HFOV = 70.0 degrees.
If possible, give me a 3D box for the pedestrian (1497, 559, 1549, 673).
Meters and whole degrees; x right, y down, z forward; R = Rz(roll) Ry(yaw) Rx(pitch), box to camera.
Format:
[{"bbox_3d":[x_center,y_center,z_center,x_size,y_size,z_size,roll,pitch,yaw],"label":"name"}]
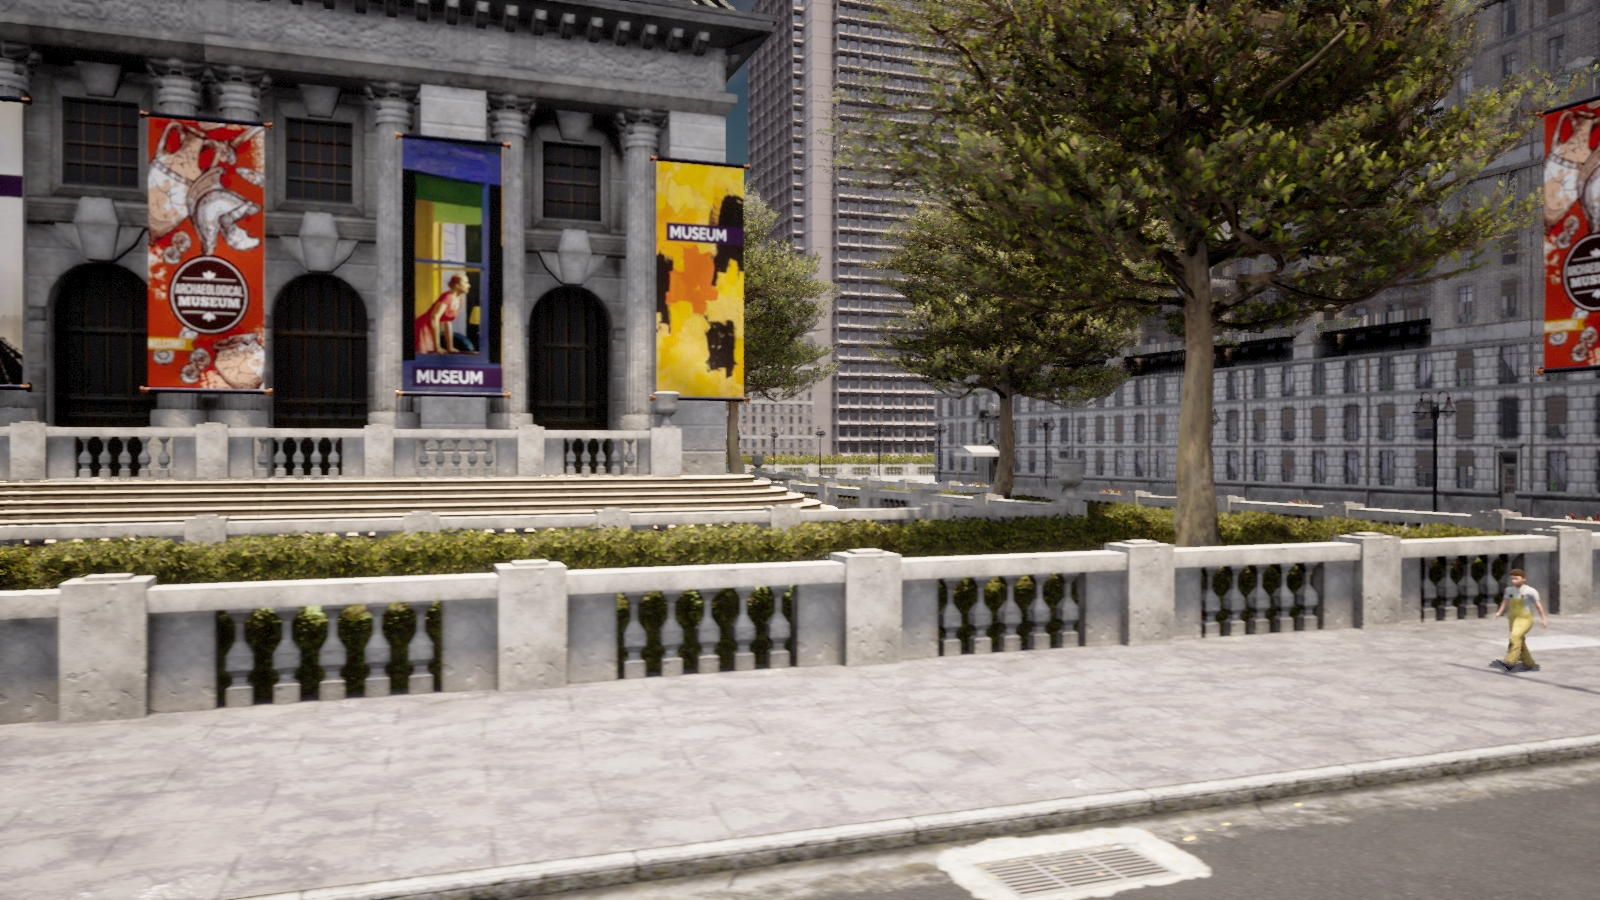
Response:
[{"bbox_3d":[8.655,1.977,13.687,0.375,1.300,0.375,0,0,-20],"label":"pedestrian"}]
